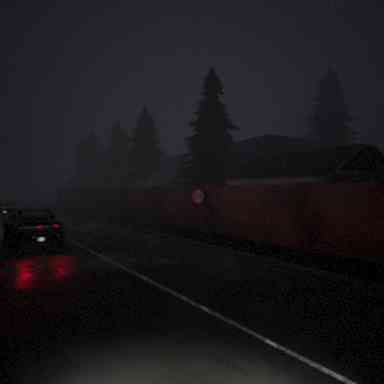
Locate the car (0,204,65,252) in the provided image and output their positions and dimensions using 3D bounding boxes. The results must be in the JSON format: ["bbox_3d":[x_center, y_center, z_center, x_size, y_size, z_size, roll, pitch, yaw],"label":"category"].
[{"bbox_3d":[-6.627,1.443,13.776,2.128,1.511,4.902,0,0,-33],"label":"car"}]

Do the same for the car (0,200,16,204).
[{"bbox_3d":[-15.712,1.371,27.615,1.882,1.535,5.008,0,0,-33],"label":"car"}]
